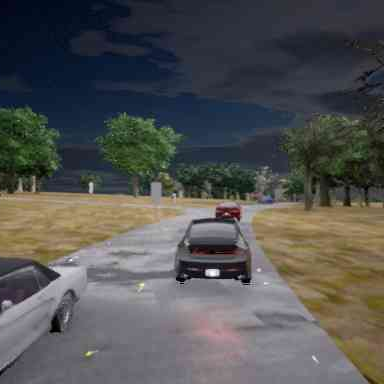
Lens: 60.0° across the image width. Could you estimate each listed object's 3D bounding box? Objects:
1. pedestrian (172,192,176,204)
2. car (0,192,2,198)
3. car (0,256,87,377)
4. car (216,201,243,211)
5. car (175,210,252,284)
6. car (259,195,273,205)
[{"bbox_3d":[-2.670,0.857,48.465,0.375,1.860,0.375,0,-4,15],"label":"pedestrian"},{"bbox_3d":[-30.504,0.046,49.179,5.008,1.535,1.882,2,-1,15],"label":"car"},{"bbox_3d":[-2.981,1.599,4.030,1.895,1.301,4.718,0,0,2],"label":"car"},{"bbox_3d":[3.056,1.473,26.947,1.882,1.535,5.008,0,0,12],"label":"car"},{"bbox_3d":[0.629,1.502,9.612,1.837,1.490,4.892,0,0,4],"label":"car"},{"bbox_3d":[16.056,1.725,72.219,2.150,2.045,5.566,-1,-1,24],"label":"car"}]
